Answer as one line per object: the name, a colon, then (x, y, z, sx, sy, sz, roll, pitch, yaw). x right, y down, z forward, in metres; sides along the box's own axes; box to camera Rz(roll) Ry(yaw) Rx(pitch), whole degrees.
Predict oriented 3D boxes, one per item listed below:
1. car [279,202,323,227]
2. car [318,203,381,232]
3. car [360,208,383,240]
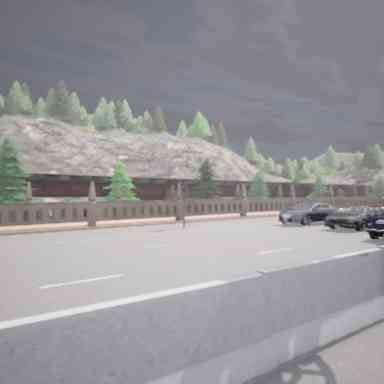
car: (7.952, 1.435, 22.531, 4.902, 1.511, 2.128, 0, 0, -35)
car: (10.114, 1.490, 19.793, 5.357, 1.411, 2.033, 0, 0, -35)
car: (10.092, 1.551, 15.479, 4.718, 1.301, 1.895, 0, 0, -35)
